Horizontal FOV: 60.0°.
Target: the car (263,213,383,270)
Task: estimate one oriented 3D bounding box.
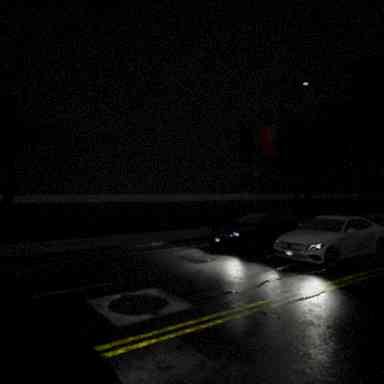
[{"bbox_3d":[4.727,1.491,11.051,4.674,1.442,1.812,0,0,-36],"label":"car"}]

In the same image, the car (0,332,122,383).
[{"bbox_3d":[-2.675,1.508,1.531,4.892,1.490,1.837,0,0,-36],"label":"car"}]

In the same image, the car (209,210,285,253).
[{"bbox_3d":[2.838,1.491,13.696,4.674,1.442,1.812,0,0,-36],"label":"car"}]
